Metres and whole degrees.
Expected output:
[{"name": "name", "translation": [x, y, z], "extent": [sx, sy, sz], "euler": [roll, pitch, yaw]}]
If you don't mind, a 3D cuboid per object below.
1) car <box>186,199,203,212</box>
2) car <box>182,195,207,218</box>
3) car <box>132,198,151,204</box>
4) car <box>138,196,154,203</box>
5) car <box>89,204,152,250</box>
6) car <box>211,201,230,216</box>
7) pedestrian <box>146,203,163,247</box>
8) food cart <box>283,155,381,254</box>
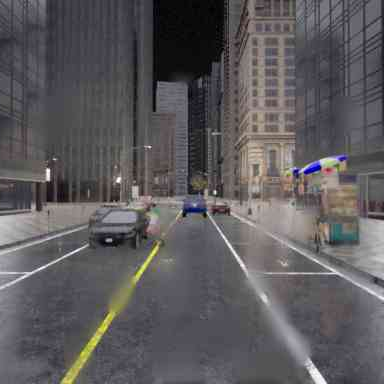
[{"name": "car", "translation": [0.290, 1.650, 42.160], "extent": [2.033, 1.411, 5.357], "euler": [0, 0, 1]}, {"name": "car", "translation": [0.252, 1.281, 31.443], "extent": [2.150, 2.045, 5.566], "euler": [0, 0, 0]}, {"name": "car", "translation": [-5.652, 1.593, 33.735], "extent": [1.752, 1.417, 4.829], "euler": [0, 0, 0]}, {"name": "car", "translation": [-5.617, 1.405, 39.366], "extent": [2.192, 1.841, 5.009], "euler": [0, 0, 0]}, {"name": "car", "translation": [-3.016, 1.492, 14.636], "extent": [1.882, 1.535, 5.008], "euler": [0, 0, 0]}, {"name": "car", "translation": [2.874, 1.613, 33.852], "extent": [1.887, 1.381, 4.507], "euler": [0, 0, 0]}, {"name": "pedestrian", "translation": [-1.535, 1.304, 13.646], "extent": [0.375, 1.860, 0.375], "euler": [1, -1, -18]}, {"name": "food cart", "translation": [5.701, 0.480, 14.370], "extent": [2.280, 3.560, 4.660], "euler": [-1, -1, 0]}]
